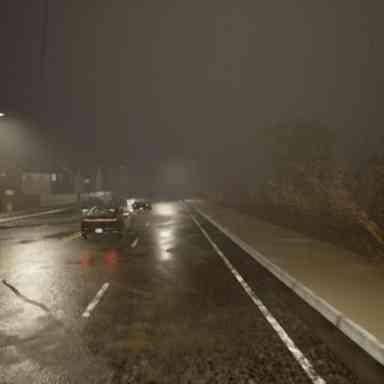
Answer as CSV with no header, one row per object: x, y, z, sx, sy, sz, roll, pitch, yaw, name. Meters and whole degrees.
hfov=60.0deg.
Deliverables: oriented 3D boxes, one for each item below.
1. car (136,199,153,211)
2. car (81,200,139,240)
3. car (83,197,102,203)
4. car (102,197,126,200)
-5.283,1.360,35.859,1.895,1.301,4.718,-1,0,-4,car
-4.095,1.401,16.505,2.128,1.511,4.902,-1,0,-4,car
-12.306,1.325,41.840,2.033,1.411,5.357,-1,0,-3,car
-8.965,1.305,40.232,2.033,1.411,5.357,-1,0,-3,car
